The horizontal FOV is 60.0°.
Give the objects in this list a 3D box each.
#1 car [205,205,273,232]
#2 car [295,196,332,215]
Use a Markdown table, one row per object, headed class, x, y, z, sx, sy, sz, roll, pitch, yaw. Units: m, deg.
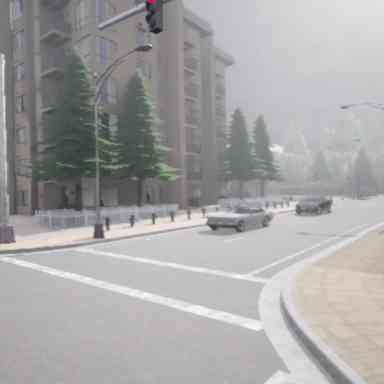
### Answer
| class | x | y | z | sx | sy | sz | roll | pitch | yaw |
| --- | --- | --- | --- | --- | --- | --- | --- | --- | --- |
| car | 2.782 | 1.419 | 18.878 | 1.895 | 1.301 | 4.718 | -1 | 0 | 39 |
| car | 10.388 | 1.091 | 28.317 | 1.837 | 1.490 | 4.892 | -1 | 1 | 39 |
